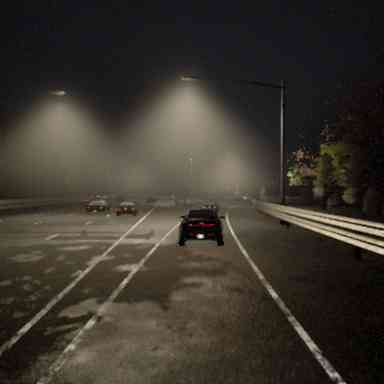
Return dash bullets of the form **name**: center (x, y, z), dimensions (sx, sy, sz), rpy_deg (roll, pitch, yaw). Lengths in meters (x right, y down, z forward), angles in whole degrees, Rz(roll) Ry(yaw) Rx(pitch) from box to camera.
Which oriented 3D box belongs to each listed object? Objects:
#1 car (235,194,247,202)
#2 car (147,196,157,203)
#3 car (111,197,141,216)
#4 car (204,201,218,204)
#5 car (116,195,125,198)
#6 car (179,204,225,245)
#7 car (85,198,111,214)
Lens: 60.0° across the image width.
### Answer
- **car**: center (12.719, 1.952, 88.931), dimensions (1.882, 1.535, 5.008), rpy_deg (0, 0, 17)
- **car**: center (-8.623, 1.531, 72.015), dimensions (2.128, 1.511, 4.902), rpy_deg (0, 0, -4)
- **car**: center (-6.016, 1.536, 31.821), dimensions (2.033, 1.411, 5.357), rpy_deg (0, 0, -4)
- **car**: center (2.193, 1.670, 37.838), dimensions (2.033, 1.411, 5.357), rpy_deg (0, 0, 8)
- **car**: center (-15.795, 1.440, 74.567), dimensions (1.882, 1.535, 5.008), rpy_deg (0, 0, -4)
- **car**: center (0.470, 1.521, 15.560), dimensions (1.837, 1.490, 4.892), rpy_deg (0, -1, 3)
- **car**: center (-9.729, 1.568, 35.102), dimensions (1.895, 1.301, 4.718), rpy_deg (0, 0, -4)
